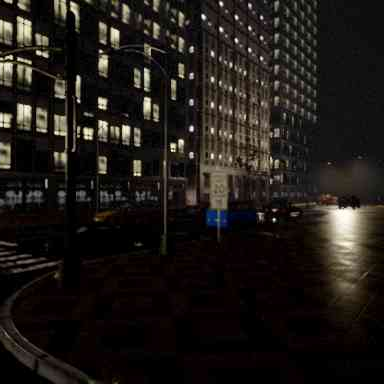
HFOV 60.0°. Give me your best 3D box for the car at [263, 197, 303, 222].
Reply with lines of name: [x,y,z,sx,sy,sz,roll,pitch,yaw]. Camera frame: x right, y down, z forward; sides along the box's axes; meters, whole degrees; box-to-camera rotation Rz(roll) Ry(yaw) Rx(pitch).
car: [7.501,1.468,26.957,1.967,1.590,4.097,0,0,38]

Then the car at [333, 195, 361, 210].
car: [21.099,1.364,44.575,2.192,1.841,5.009,0,0,38]

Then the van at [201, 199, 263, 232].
van: [2.530,1.363,20.335,1.690,1.788,3.998,0,0,38]

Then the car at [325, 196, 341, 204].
car: [28.458,1.616,67.008,2.008,1.369,4.403,0,0,38]

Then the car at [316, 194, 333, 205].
car: [25.059,1.373,62.604,2.192,1.841,5.009,0,0,38]

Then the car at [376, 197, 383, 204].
car: [38.095,1.654,66.597,1.947,1.339,4.313,0,0,38]

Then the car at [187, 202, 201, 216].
car: [1.263,1.595,31.773,1.802,1.307,4.206,0,0,38]

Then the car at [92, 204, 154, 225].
car: [-4.855,1.531,24.058,1.752,1.417,4.829,0,0,38]

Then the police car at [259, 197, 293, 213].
police car: [9.889,1.452,38.749,1.930,1.638,5.238,0,0,38]
